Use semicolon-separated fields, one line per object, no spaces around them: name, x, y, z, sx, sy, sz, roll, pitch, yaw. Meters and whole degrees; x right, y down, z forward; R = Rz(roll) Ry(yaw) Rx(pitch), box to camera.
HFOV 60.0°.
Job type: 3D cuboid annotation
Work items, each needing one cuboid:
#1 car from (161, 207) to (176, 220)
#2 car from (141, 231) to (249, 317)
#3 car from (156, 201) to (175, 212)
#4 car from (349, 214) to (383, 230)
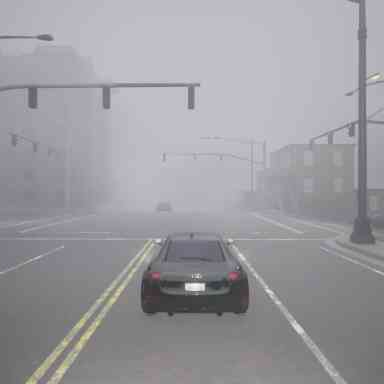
car;-3.741;3.560;54.342;2.033;1.411;5.357;0;-12;0
car;0.056;1.564;7.591;1.994;1.385;4.181;0;0;0
car;-3.717;2.017;44.545;1.837;1.490;4.892;0;-5;0
car;15.782;2.564;27.725;4.892;1.490;1.837;9;0;0
